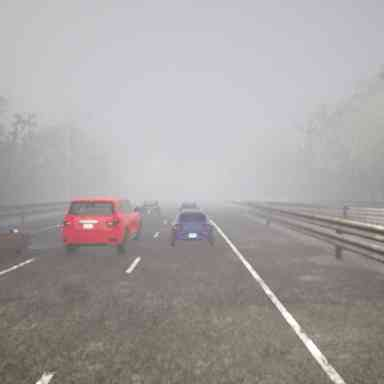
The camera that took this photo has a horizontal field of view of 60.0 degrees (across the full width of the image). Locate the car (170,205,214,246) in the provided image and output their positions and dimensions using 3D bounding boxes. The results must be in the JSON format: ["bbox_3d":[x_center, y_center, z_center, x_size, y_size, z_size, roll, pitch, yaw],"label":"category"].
[{"bbox_3d":[0.002,1.529,15.273,1.812,1.442,4.674,0,0,-1],"label":"car"}]

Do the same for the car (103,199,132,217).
[{"bbox_3d":[-7.292,1.497,32.941,1.882,1.535,5.008,0,0,-1],"label":"car"}]

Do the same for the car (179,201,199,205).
[{"bbox_3d":[-0.265,1.579,31.773,1.994,1.385,4.181,0,0,-1],"label":"car"}]

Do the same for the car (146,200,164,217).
[{"bbox_3d":[-3.754,1.508,31.258,2.128,1.511,4.902,0,0,-1],"label":"car"}]

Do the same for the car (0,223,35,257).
[{"bbox_3d":[-6.950,1.550,10.365,2.033,1.411,5.357,0,0,0],"label":"car"}]

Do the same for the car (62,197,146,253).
[{"bbox_3d":[-3.480,1.225,13.760,2.150,2.045,5.566,0,0,-1],"label":"car"}]
